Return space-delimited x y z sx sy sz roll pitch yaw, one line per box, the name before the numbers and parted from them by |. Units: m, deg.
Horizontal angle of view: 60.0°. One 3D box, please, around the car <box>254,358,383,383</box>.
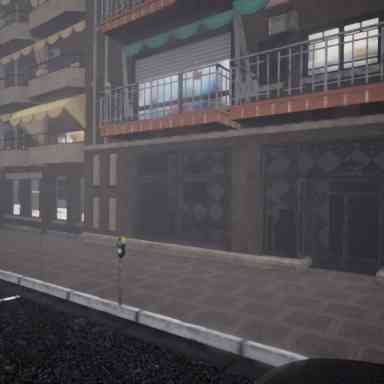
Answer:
car | 2.147 1.551 1.326 4.403 1.369 2.008 0 1 36
